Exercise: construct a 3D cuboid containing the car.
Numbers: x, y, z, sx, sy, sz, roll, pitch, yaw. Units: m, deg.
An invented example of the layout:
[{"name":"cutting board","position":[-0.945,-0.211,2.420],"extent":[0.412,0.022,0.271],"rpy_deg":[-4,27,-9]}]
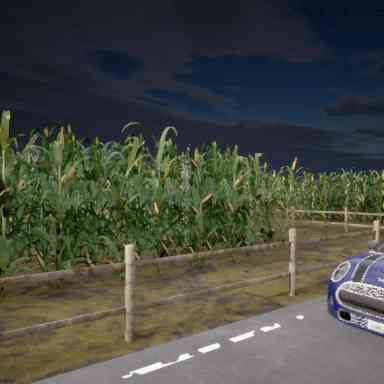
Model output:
[{"name":"car","position":[4.522,1.354,6.078],"extent":[4.553,1.767,2.097],"rpy_deg":[0,0,-35]}]
